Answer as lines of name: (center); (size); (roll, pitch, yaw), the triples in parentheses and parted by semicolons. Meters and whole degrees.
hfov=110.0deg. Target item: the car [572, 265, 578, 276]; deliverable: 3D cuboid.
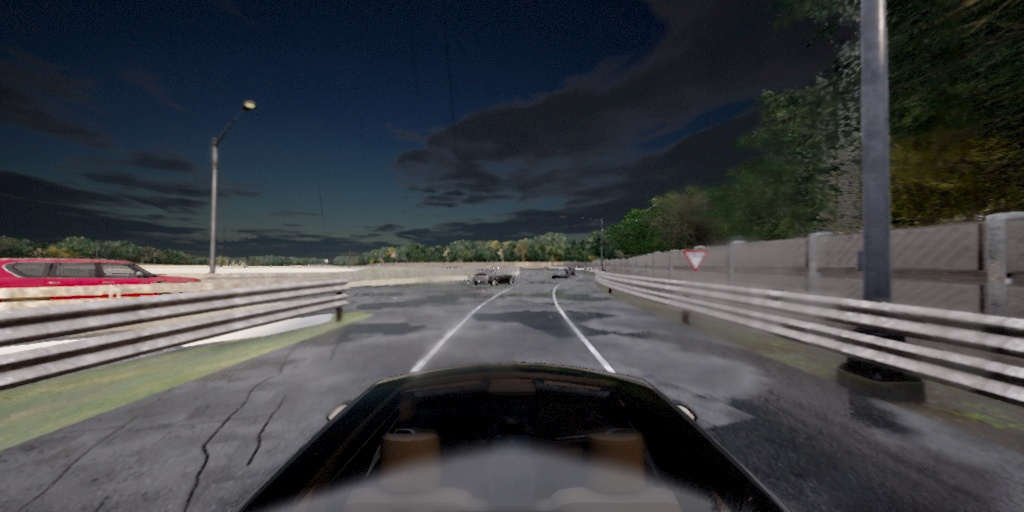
car: (10.303, 2.822, 63.876); (1.837, 1.490, 4.892); (0, -1, 11)

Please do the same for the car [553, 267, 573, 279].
car: (7.154, 2.548, 51.685); (1.994, 1.385, 4.181); (0, -2, 17)

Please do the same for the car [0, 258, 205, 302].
car: (-14.536, 1.116, 12.762); (2.150, 2.045, 5.566); (-1, -2, 41)

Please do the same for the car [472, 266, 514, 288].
car: (-1.536, 1.919, 31.351); (2.128, 1.511, 4.902); (0, -2, 29)
